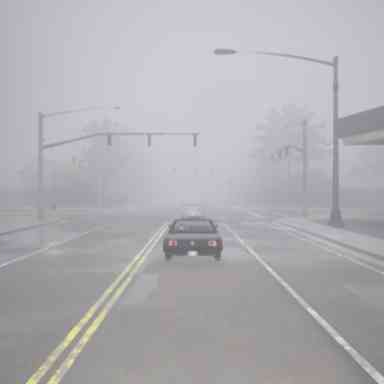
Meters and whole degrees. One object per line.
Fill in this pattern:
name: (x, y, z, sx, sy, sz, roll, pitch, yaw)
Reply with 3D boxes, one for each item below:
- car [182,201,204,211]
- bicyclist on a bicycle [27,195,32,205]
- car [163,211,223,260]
car: (0.082, 1.510, 28.668, 1.812, 1.442, 4.674, 0, 0, 1)
bicyclist on a bicycle: (-26.476, 1.271, 54.261, 0.582, 1.620, 1.656, 0, 0, 1)
car: (0.046, 1.594, 12.392, 1.895, 1.301, 4.718, 0, 0, 1)
